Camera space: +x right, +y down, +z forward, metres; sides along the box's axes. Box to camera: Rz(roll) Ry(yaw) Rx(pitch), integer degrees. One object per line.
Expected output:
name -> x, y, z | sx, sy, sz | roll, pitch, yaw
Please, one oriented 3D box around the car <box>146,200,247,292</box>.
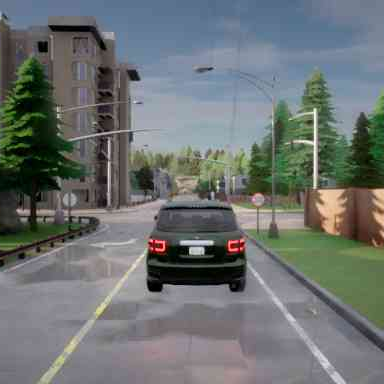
car -> 0.095, 1.221, 9.060 | 2.150, 2.045, 5.566 | 0, 0, 0
